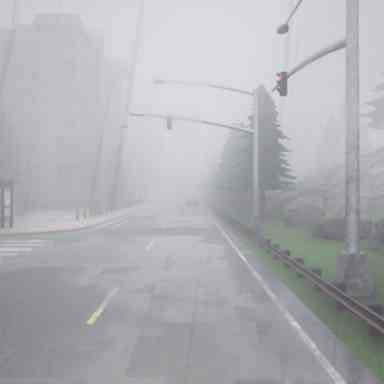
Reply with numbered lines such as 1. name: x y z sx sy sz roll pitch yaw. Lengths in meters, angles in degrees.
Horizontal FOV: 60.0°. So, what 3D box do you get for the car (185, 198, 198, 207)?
1. car: -0.031 1.551 50.822 1.994 1.385 4.181 0 0 0
